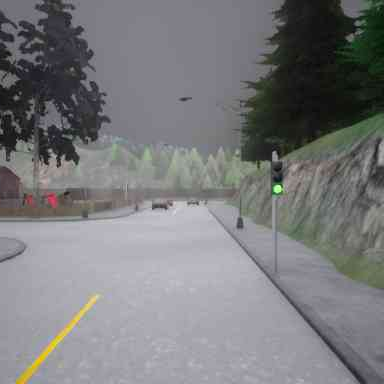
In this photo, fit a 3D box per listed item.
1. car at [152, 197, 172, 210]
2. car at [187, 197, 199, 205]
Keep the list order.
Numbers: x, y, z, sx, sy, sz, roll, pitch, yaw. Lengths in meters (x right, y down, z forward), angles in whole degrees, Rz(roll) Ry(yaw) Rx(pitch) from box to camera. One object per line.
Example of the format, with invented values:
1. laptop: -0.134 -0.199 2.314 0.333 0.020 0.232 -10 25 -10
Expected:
1. car: -4.020 1.474 42.812 1.882 1.535 5.008 0 0 0
2. car: 0.202 1.560 56.777 1.994 1.385 4.181 0 0 0
